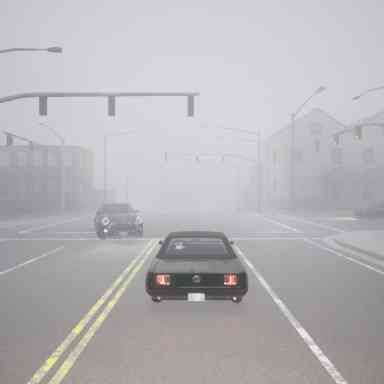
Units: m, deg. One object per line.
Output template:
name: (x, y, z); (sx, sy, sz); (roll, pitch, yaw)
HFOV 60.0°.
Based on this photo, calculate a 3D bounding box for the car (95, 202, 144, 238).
car: (-3.939, 1.347, 17.642); (2.097, 1.767, 4.553); (-1, 0, -20)

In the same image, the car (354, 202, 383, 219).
car: (16.034, 1.564, 28.154); (4.181, 1.385, 1.994); (0, 0, 0)

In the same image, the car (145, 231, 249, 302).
car: (0.104, 1.601, 8.193); (1.895, 1.301, 4.718); (0, 0, 0)
